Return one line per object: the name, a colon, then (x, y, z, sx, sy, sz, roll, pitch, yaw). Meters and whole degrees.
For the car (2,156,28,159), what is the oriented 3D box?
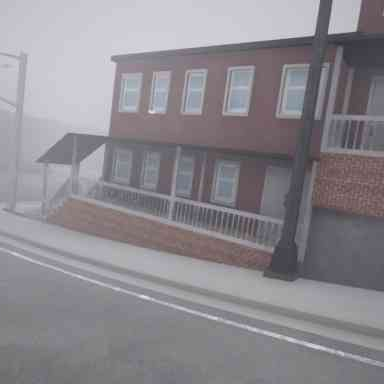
car: (-20.068, -3.199, 36.604, 2.097, 1.767, 4.553, 11, 6, 35)

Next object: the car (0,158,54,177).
car: (-17.125, -2.391, 34.850, 1.895, 1.301, 4.718, 11, 7, 35)
